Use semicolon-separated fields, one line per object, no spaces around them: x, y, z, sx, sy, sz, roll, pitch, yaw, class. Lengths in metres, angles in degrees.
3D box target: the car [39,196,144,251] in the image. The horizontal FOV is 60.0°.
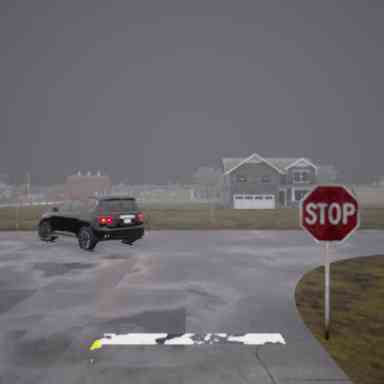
-4.400;1.177;14.160;5.566;2.045;2.150;0;0;42;car
